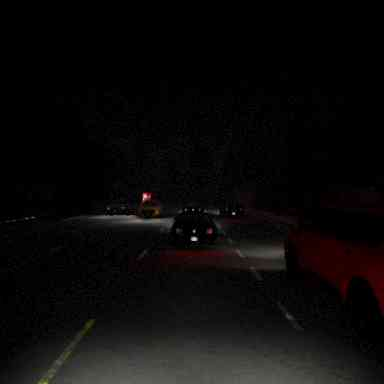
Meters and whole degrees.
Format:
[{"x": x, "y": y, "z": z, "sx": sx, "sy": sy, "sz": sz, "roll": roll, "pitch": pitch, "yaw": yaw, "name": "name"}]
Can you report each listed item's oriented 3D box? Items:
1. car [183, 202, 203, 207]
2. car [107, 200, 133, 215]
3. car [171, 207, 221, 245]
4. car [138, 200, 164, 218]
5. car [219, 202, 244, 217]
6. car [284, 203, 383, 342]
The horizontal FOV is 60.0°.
[{"x": 0.091, "y": 1.564, "z": 30.925, "sx": 1.895, "sy": 1.301, "sz": 4.718, "roll": 0, "pitch": 0, "yaw": 0, "name": "car"}, {"x": -7.081, "y": 1.487, "z": 32.883, "sx": 1.812, "sy": 1.442, "sz": 4.674, "roll": 0, "pitch": 0, "yaw": 0, "name": "car"}, {"x": 0.095, "y": 1.582, "z": 15.488, "sx": 1.895, "sy": 1.301, "sz": 4.718, "roll": 0, "pitch": 0, "yaw": 0, "name": "car"}, {"x": -3.603, "y": 1.442, "z": 29.656, "sx": 1.882, "sy": 1.535, "sz": 5.008, "roll": 0, "pitch": 0, "yaw": 0, "name": "car"}, {"x": 3.590, "y": 1.564, "z": 30.925, "sx": 1.895, "sy": 1.301, "sz": 4.718, "roll": 0, "pitch": 0, "yaw": 0, "name": "car"}, {"x": 3.581, "y": 1.216, "z": 6.607, "sx": 2.150, "sy": 2.045, "sz": 5.566, "roll": 0, "pitch": 0, "yaw": -1, "name": "car"}]
